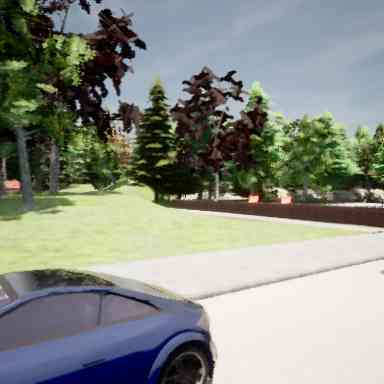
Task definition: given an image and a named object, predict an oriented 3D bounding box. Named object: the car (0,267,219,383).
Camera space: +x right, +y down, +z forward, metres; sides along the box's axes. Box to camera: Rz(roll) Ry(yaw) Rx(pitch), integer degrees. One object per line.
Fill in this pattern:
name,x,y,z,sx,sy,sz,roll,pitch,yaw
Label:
car,-1.753,1.567,3.358,4.181,1.385,1.994,1,0,-36
